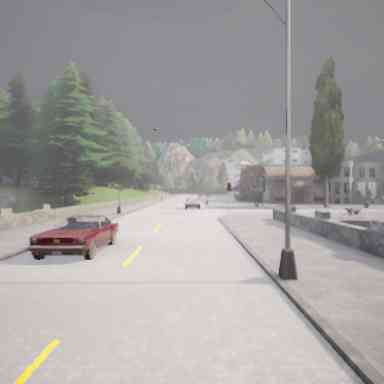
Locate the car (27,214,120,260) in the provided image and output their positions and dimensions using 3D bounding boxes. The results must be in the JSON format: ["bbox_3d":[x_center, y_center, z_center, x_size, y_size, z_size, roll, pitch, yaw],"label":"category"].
[{"bbox_3d":[-4.079,1.537,12.246,1.895,1.301,4.718,0,0,0],"label":"car"}]

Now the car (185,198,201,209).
[{"bbox_3d":[0.104,1.380,42.188,1.895,1.301,4.718,0,0,0],"label":"car"}]
